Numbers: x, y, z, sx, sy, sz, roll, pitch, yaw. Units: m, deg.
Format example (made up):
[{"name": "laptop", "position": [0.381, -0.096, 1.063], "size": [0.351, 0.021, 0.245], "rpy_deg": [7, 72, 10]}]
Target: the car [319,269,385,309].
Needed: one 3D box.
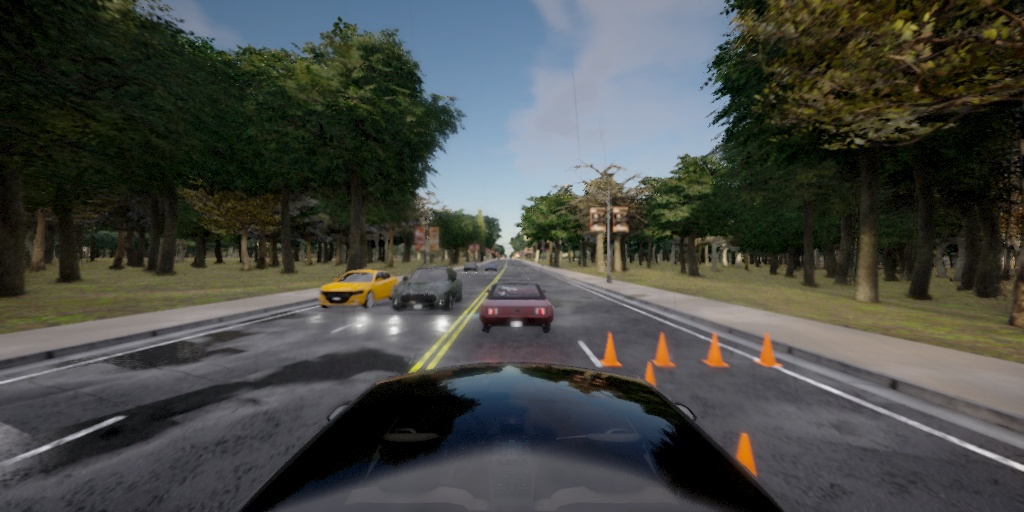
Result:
[{"name": "car", "position": [-6.562, 1.350, 15.923], "size": [1.882, 1.535, 5.008], "rpy_deg": [0, -1, 0]}]

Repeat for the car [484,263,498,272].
[{"name": "car", "position": [-3.246, 1.790, 56.480], "size": [2.033, 1.411, 5.357], "rpy_deg": [0, -1, 1]}]

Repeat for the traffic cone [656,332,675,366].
[{"name": "traffic cone", "position": [2.882, 1.762, 6.864], "size": [0.340, 0.580, 0.340], "rpy_deg": [0, 0, 0]}]

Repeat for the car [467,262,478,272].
[{"name": "car", "position": [-6.502, 1.748, 57.284], "size": [1.837, 1.490, 4.892], "rpy_deg": [0, 0, 0]}]

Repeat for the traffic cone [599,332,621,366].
[{"name": "traffic cone", "position": [1.882, 1.759, 6.869], "size": [0.340, 0.580, 0.340], "rpy_deg": [0, 0, 0]}]

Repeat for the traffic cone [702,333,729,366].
[{"name": "traffic cone", "position": [3.881, 1.764, 6.860], "size": [0.340, 0.580, 0.340], "rpy_deg": [0, 0, 0]}]

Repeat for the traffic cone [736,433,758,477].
[{"name": "traffic cone", "position": [1.865, 1.721, 2.869], "size": [0.340, 0.580, 0.340], "rpy_deg": [0, 0, 0]}]

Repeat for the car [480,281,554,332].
[{"name": "car", "position": [0.125, 1.443, 11.230], "size": [1.895, 1.301, 4.718], "rpy_deg": [0, -1, 0]}]

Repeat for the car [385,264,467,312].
[{"name": "car", "position": [-3.314, 1.222, 14.900], "size": [2.097, 1.767, 4.553], "rpy_deg": [0, -1, 0]}]

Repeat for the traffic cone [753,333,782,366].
[{"name": "traffic cone", "position": [4.881, 1.766, 6.856], "size": [0.340, 0.580, 0.340], "rpy_deg": [0, 0, 0]}]

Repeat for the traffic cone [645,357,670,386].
[{"name": "traffic cone", "position": [1.874, 1.740, 4.868], "size": [0.340, 0.580, 0.340], "rpy_deg": [0, 0, 0]}]
